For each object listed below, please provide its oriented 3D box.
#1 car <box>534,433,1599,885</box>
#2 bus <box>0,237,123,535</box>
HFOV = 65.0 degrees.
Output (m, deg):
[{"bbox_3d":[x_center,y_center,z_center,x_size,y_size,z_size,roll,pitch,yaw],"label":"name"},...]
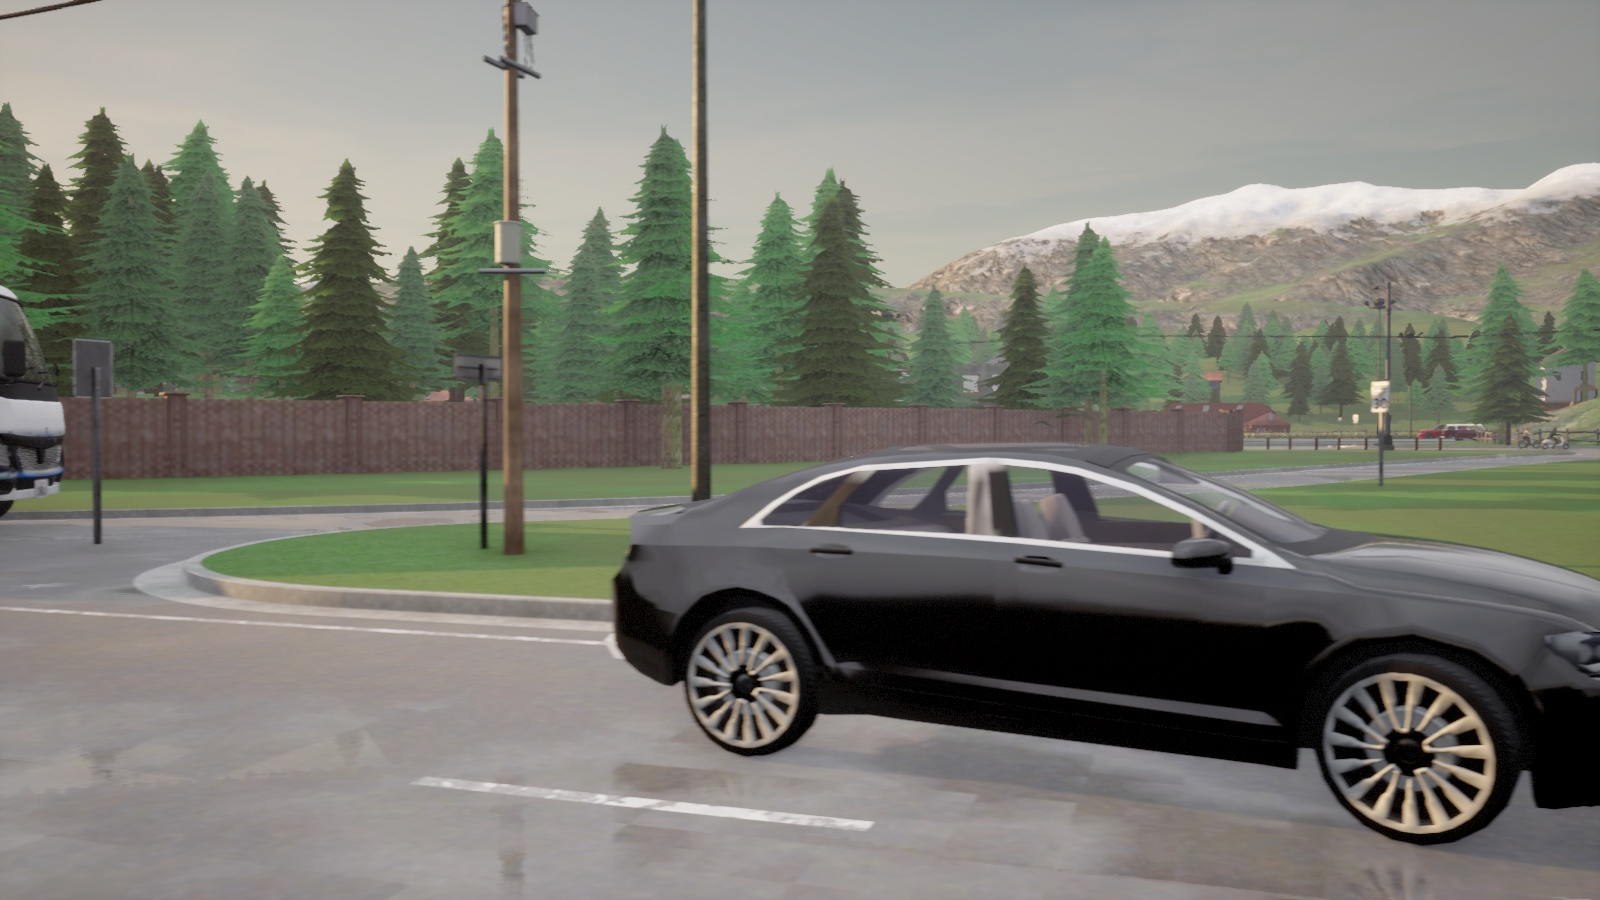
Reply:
[{"bbox_3d":[1.332,0.687,6.155,4.902,1.511,2.128,1,1,27],"label":"car"},{"bbox_3d":[-16.292,-0.954,18.712,10.273,4.253,3.944,0,1,-15],"label":"bus"}]
